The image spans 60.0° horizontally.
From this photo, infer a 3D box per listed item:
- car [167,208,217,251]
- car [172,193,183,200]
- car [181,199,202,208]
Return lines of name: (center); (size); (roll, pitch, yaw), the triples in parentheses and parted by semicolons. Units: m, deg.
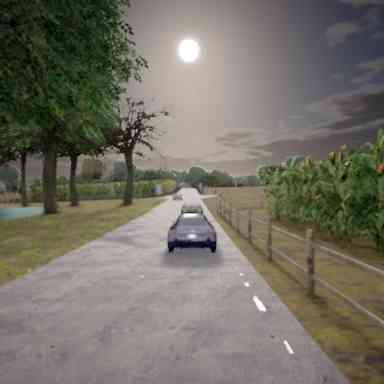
car: (0.005, 1.610, 14.303); (1.994, 1.385, 4.181); (0, 0, 0)
car: (-2.753, 0.864, 64.585); (1.895, 1.301, 4.718); (0, 1, 0)
car: (0.001, 1.547, 29.080); (1.895, 1.301, 4.718); (0, 1, 0)
